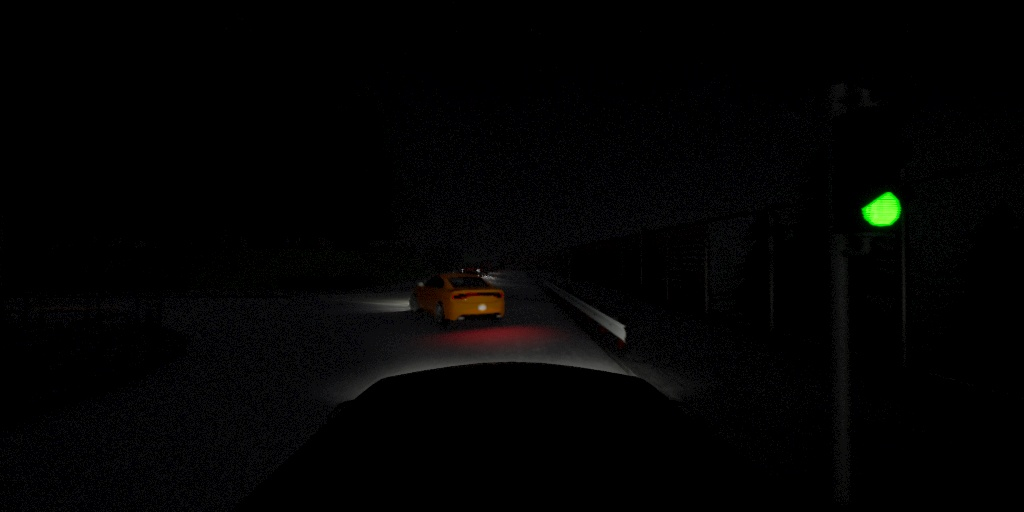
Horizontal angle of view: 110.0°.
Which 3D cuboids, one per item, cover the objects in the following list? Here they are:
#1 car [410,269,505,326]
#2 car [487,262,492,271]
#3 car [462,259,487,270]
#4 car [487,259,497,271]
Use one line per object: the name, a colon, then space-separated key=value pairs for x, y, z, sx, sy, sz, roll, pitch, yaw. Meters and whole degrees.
car: x=-2.031 y=1.336 z=12.343 sx=1.882 sy=1.535 sz=5.008 roll=2 pitch=-1 yaw=-29
car: x=-4.072 y=1.821 z=47.641 sx=1.895 sy=1.301 sz=4.718 roll=0 pitch=-1 yaw=0
car: x=-4.092 y=1.467 z=37.367 sx=2.097 sy=1.767 sz=4.553 roll=0 pitch=-1 yaw=0
car: x=-4.001 y=1.549 z=58.196 sx=2.150 sy=2.045 sz=5.566 roll=0 pitch=-1 yaw=0
